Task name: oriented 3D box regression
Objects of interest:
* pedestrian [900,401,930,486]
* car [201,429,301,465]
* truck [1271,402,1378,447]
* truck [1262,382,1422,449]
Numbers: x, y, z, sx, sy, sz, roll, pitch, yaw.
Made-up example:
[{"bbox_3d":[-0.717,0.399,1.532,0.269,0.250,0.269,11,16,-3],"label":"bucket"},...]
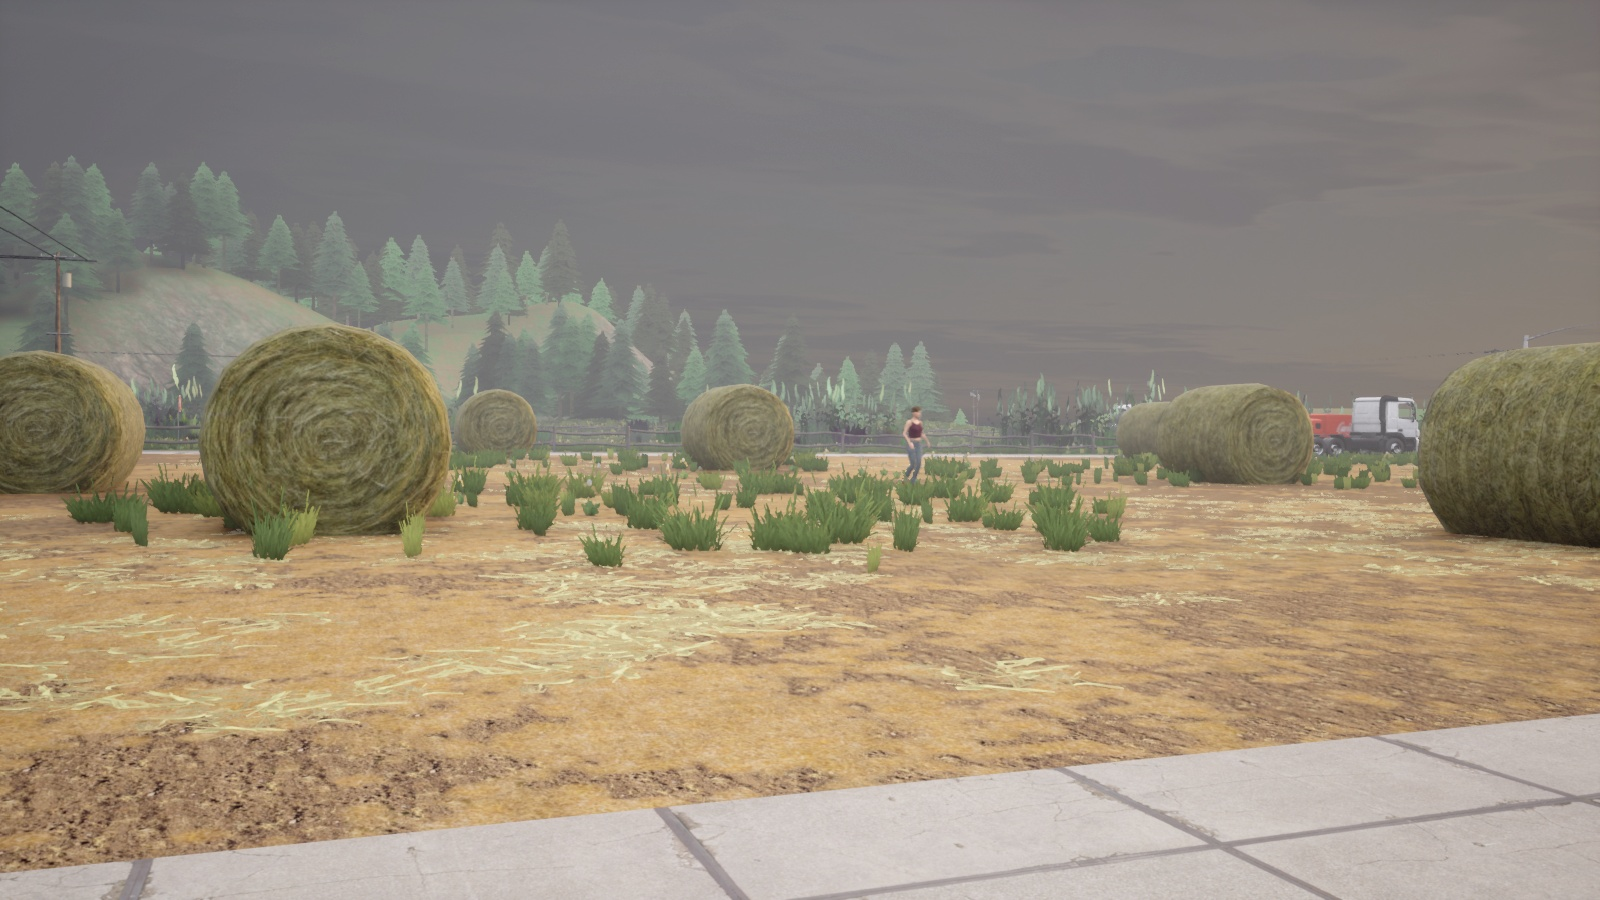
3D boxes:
[{"bbox_3d":[2.519,-0.143,27.526,0.345,1.836,0.594,-1,1,-33],"label":"pedestrian"},{"bbox_3d":[-24.131,-0.149,55.368,3.806,1.475,1.970,-1,1,-17],"label":"car"},{"bbox_3d":[29.990,-1.482,71.870,5.204,2.467,2.627,-1,1,-17],"label":"truck"},{"bbox_3d":[29.344,-1.891,68.005,7.936,3.462,2.891,-1,1,-17],"label":"truck"}]
